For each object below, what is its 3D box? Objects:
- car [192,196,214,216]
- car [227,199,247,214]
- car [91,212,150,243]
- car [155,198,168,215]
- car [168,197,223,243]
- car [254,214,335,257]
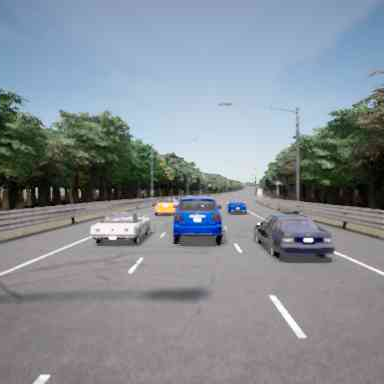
[{"bbox_3d":[1.173,1.368,33.972,2.097,1.767,4.553,0,0,4],"label":"car"},{"bbox_3d":[4.824,1.491,36.111,1.882,1.535,5.008,0,0,4],"label":"car"},{"bbox_3d":[-3.212,1.610,15.978,1.895,1.301,4.718,0,0,2],"label":"car"},{"bbox_3d":[-2.353,1.371,33.668,2.097,1.767,4.553,0,0,4],"label":"car"},{"bbox_3d":[0.295,1.228,16.193,2.150,2.045,5.566,0,0,2],"label":"car"},{"bbox_3d":[3.704,1.548,12.902,2.033,1.411,5.357,0,0,1],"label":"car"}]
